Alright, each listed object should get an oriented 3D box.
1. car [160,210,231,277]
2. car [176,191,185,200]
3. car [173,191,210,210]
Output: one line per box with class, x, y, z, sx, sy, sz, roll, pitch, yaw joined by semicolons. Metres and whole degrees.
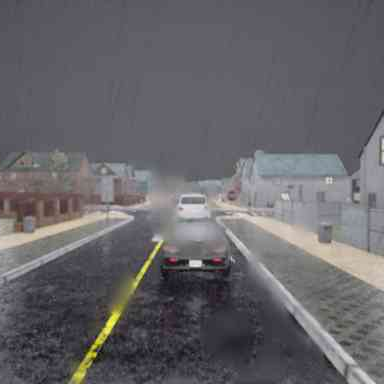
car;0.103;1.500;10.069;1.812;1.442;4.674;0;0;0
car;-2.765;0.817;81.258;2.150;2.045;5.566;0;0;0
car;0.025;1.168;22.479;2.150;2.045;5.566;0;0;-2
